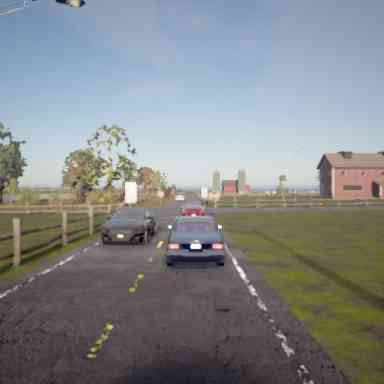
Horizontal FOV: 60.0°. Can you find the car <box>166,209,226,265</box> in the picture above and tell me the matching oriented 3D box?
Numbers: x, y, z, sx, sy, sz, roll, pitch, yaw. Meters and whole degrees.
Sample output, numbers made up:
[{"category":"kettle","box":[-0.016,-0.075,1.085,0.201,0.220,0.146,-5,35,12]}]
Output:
[{"category":"car","box":[0.105,1.545,11.655,2.033,1.411,5.357,0,0,0]}]

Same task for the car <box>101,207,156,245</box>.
[{"category":"car","box":[-2.831,1.475,15.667,1.882,1.535,5.008,0,0,0]}]

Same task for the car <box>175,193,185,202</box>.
[{"category":"car","box":[-2.723,1.221,76.152,2.150,2.045,5.566,0,0,0]}]

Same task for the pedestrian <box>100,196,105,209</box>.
[{"category":"pedestrian","box":[-12.142,1.411,44.916,0.375,1.860,0.375,0,1,0]}]

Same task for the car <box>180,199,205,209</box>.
[{"category":"car","box":[0.081,1.522,25.894,1.812,1.442,4.674,0,0,-1]}]
